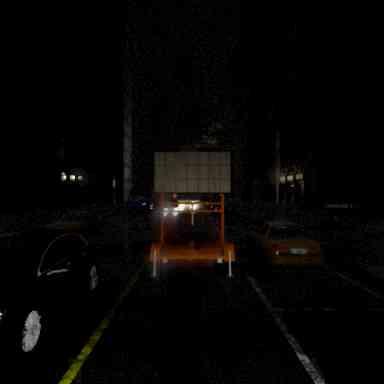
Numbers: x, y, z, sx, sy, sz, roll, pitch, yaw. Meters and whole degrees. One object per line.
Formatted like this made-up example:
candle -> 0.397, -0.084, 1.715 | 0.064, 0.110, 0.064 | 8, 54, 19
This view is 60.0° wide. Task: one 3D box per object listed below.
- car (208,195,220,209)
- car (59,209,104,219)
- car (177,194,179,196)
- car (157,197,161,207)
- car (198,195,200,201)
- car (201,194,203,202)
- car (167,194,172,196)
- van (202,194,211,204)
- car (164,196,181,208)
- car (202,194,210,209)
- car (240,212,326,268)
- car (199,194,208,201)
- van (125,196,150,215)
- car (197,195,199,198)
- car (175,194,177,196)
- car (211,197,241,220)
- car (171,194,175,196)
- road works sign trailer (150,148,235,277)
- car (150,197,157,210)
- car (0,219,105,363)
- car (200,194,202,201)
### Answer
car -> 2.910, 1.432, 33.440 | 1.967, 1.590, 4.097 | 0, 0, 0
car -> -5.642, 1.518, 16.344 | 1.752, 1.417, 4.829 | 0, 0, 1
car -> -5.523, 1.454, 95.471 | 2.192, 1.841, 5.009 | 0, 0, 0
car -> -5.590, 1.454, 50.386 | 1.967, 1.590, 4.097 | 0, 0, 0
car -> 2.977, 1.653, 78.557 | 1.802, 1.307, 4.206 | 0, 0, 0
car -> 2.935, 1.329, 50.359 | 2.192, 1.841, 5.009 | 0, 0, 0
car -> -5.564, 1.627, 67.303 | 1.802, 1.307, 4.206 | 0, 0, 0
van -> 2.961, 1.386, 67.278 | 1.690, 1.788, 3.998 | 0, 0, 0
car -> -3.025, 1.611, 47.989 | 1.895, 1.301, 4.718 | 0, 0, 0
car -> 2.927, 1.320, 44.720 | 2.192, 1.841, 5.009 | 0, 0, 0
car -> 2.884, 1.520, 11.085 | 1.752, 1.417, 4.829 | 0, 0, 1
car -> 2.994, 1.427, 89.836 | 2.192, 1.841, 5.009 | 0, 0, 0
van -> -5.615, 1.332, 33.469 | 1.690, 1.788, 3.998 | 0, 0, 0
car -> 2.985, 1.657, 84.194 | 1.947, 1.339, 4.313 | 0, 0, 0
car -> -5.540, 1.406, 84.218 | 2.192, 1.841, 5.009 | 0, 0, 0
car -> 2.902, 1.429, 27.802 | 1.967, 1.590, 4.097 | 0, 0, 0
car -> -5.548, 1.596, 78.410 | 1.752, 1.417, 4.829 | 0, 0, 0
road works sign trailer -> 0.016, 0.460, 10.199 | 2.380, 3.560, 2.880 | 0, 0, 0
car -> -5.607, 1.562, 39.107 | 1.947, 1.339, 4.313 | 0, 0, 0
car -> -3.091, 1.503, 6.023 | 1.837, 1.490, 4.892 | 0, 0, 0
car -> 2.953, 1.475, 61.638 | 1.967, 1.590, 4.097 | 0, 0, 0
